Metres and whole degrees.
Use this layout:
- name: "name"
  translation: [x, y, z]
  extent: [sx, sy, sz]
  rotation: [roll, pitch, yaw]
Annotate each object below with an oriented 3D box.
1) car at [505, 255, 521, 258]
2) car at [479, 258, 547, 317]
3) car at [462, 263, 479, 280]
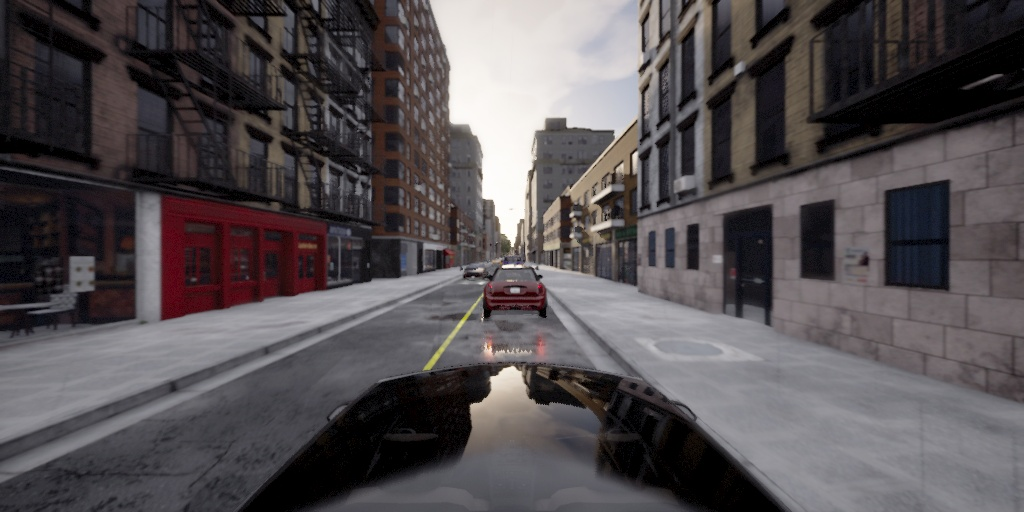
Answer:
- name: "car"
  translation: [0.091, 0.967, 36.068]
  extent: [2.150, 2.045, 5.566]
  rotation: [0, 0, 0]
- name: "car"
  translation: [0.098, 1.101, 13.383]
  extent: [2.097, 1.767, 4.553]
  rotation: [0, 0, 0]
- name: "car"
  translation: [-3.107, 1.293, 31.349]
  extent: [2.033, 1.411, 5.357]
  rotation: [0, 0, 0]
